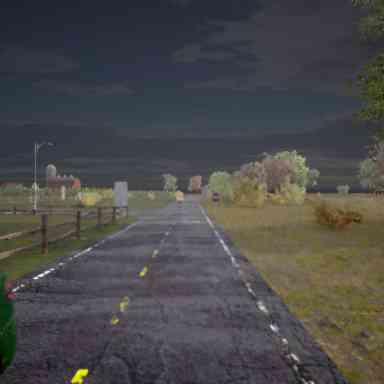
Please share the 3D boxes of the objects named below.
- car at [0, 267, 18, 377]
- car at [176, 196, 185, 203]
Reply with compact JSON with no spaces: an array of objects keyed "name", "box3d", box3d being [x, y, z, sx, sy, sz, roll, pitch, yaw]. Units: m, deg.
[{"name":"car","box3d":[-2.850,1.226,1.137,2.150,2.045,5.566,0,0,0]},{"name":"car","box3d":[-2.722,1.808,77.727,1.882,1.535,5.008,0,0,0]}]
